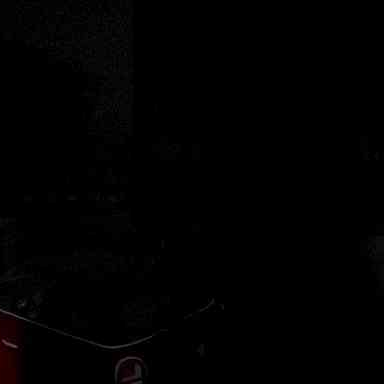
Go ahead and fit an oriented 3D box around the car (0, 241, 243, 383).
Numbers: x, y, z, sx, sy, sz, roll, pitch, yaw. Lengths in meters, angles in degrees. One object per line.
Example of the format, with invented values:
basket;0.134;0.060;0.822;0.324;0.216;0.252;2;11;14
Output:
car;-1.556;1.440;4.053;4.097;1.590;1.967;0;0;35
